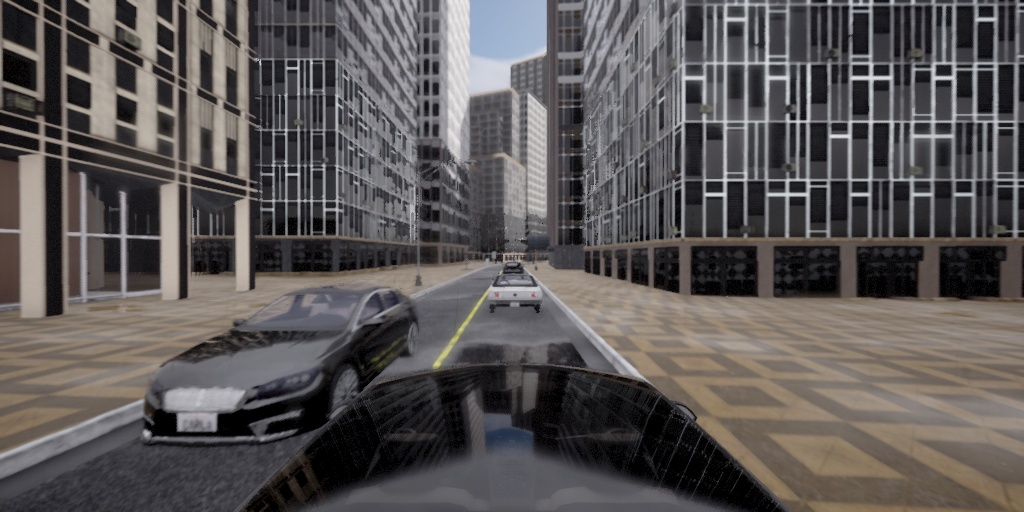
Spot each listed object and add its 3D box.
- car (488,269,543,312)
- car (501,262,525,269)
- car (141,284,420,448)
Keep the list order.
[{"bbox_3d":[0.107,1.349,14.268,1.895,1.301,4.718,0,0,0],"label":"car"},{"bbox_3d":[0.115,1.258,32.023,1.837,1.490,4.892,0,0,0],"label":"car"},{"bbox_3d":[-2.845,1.240,5.693,2.128,1.511,4.902,0,0,0],"label":"car"}]
